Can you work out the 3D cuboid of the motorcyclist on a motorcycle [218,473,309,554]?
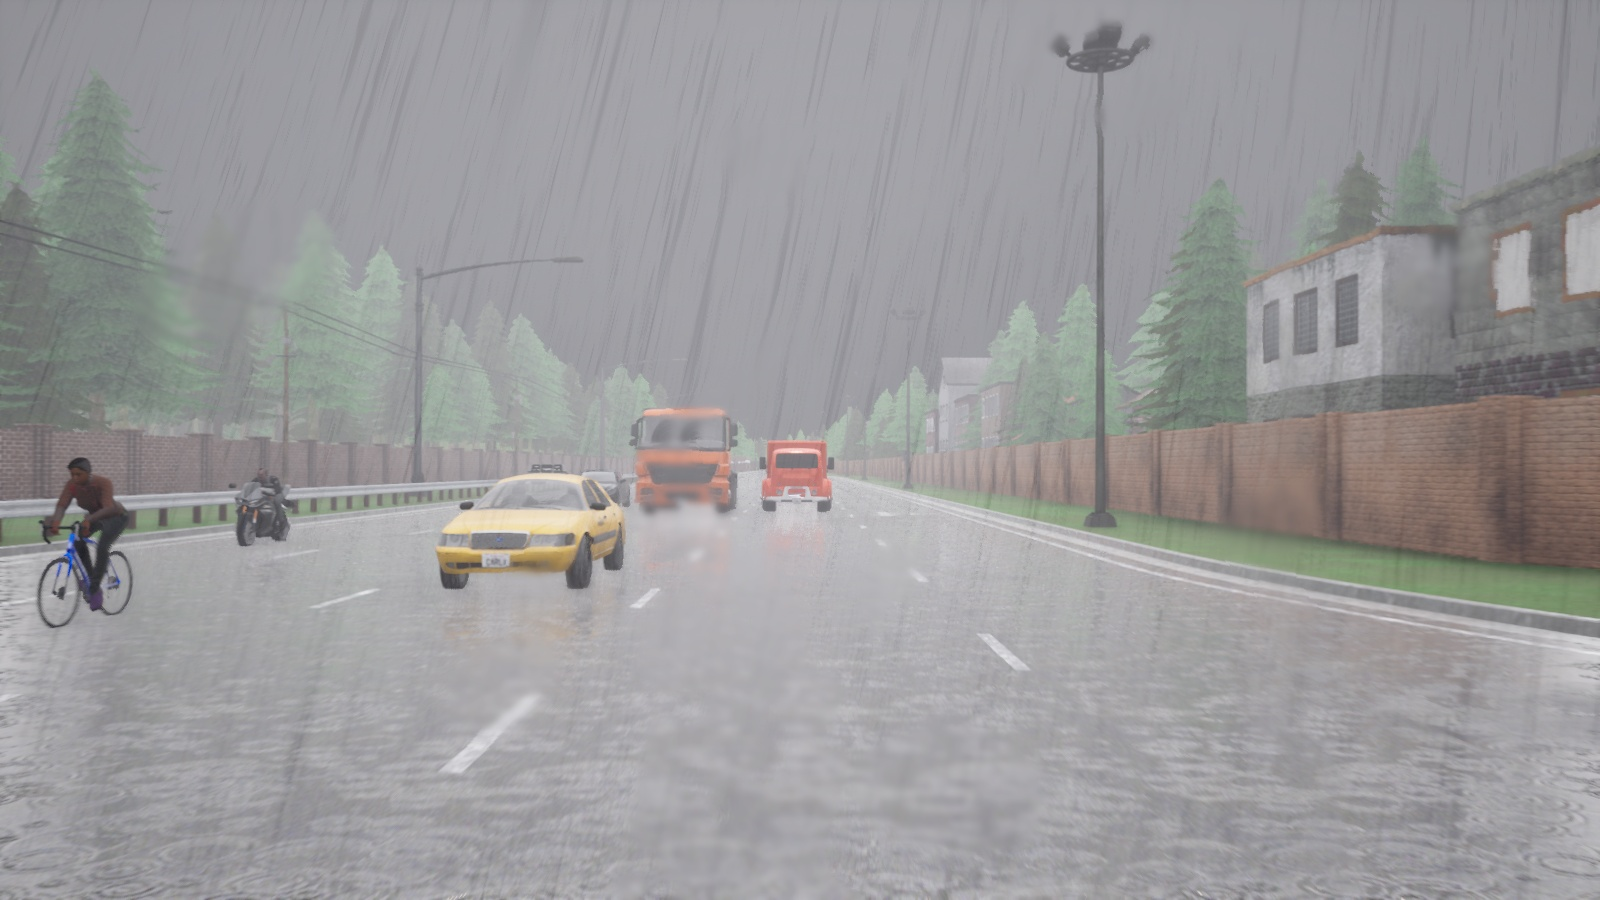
[{"bbox_3d":[-10.559,1.219,24.805,0.866,1.530,2.191,0,-1,0],"label":"motorcyclist on a motorcycle"}]

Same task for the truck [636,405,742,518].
[{"bbox_3d":[-3.605,0.412,42.516,2.891,3.462,7.936,0,-1,0],"label":"truck"}]

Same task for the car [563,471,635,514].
[{"bbox_3d":[-7.106,1.464,44.785,1.812,1.442,4.674,0,-1,0],"label":"car"}]

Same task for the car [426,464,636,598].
[{"bbox_3d":[-3.542,0.998,17.581,1.801,1.575,5.366,0,-1,0],"label":"car"}]

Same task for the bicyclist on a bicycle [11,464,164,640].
[{"bbox_3d":[-7.030,0.957,12.478,0.582,1.620,1.656,0,0,0],"label":"bicyclist on a bicycle"}]

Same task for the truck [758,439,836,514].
[{"bbox_3d":[-0.108,0.921,44.630,2.627,2.467,5.204,0,-1,0],"label":"truck"}]
